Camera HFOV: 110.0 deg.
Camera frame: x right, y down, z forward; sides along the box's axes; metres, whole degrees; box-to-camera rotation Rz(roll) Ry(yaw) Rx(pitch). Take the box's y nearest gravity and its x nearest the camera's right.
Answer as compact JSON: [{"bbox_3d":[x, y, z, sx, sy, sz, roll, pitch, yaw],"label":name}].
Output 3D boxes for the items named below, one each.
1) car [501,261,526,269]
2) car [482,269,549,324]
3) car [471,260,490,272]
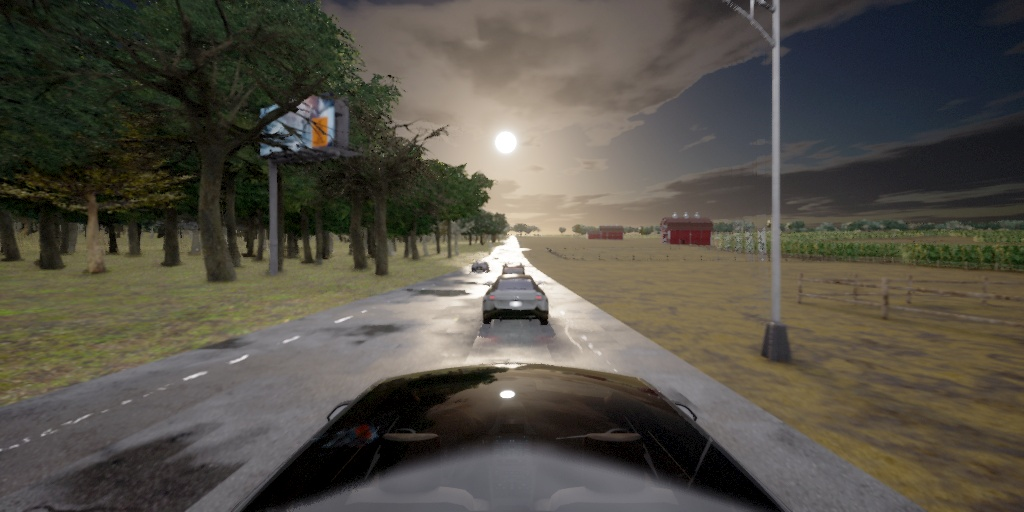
[{"bbox_3d":[0.113,1.151,29.465,2.128,1.511,4.902,0,0,0],"label":"car"},{"bbox_3d":[0.104,1.291,11.916,1.994,1.385,4.181,0,0,0],"label":"car"},{"bbox_3d":[-3.563,1.144,41.243,1.994,1.385,4.181,0,1,0],"label":"car"}]
